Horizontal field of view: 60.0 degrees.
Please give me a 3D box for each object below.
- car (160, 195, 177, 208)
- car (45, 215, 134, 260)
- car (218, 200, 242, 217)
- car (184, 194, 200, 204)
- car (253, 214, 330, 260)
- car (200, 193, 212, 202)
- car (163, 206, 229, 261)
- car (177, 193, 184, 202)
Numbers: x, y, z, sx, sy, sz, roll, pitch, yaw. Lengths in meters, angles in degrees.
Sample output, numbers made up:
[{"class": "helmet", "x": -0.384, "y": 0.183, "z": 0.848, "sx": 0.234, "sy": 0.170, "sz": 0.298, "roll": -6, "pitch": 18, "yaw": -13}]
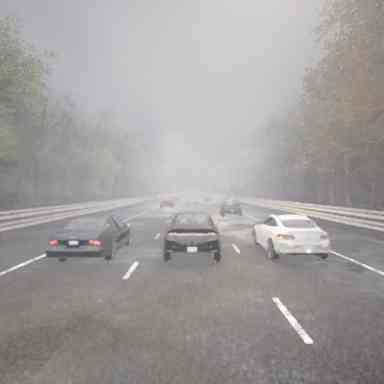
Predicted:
[{"class": "car", "x": -3.472, "y": 1.493, "z": 47.379, "sx": 1.812, "sy": 1.442, "sz": 4.674, "roll": 0, "pitch": 0, "yaw": 0}, {"class": "car", "x": -3.495, "y": 1.546, "z": 12.311, "sx": 2.033, "sy": 1.411, "sz": 5.357, "roll": 0, "pitch": 0, "yaw": 0}, {"class": "car", "x": 3.517, "y": 1.474, "z": 31.383, "sx": 2.128, "sy": 1.511, "sz": 4.902, "roll": 0, "pitch": 0, "yaw": 0}, {"class": "car", "x": 0.037, "y": 1.548, "z": 61.356, "sx": 1.895, "sy": 1.301, "sz": 4.718, "roll": 0, "pitch": 0, "yaw": 0}, {"class": "car", "x": 3.505, "y": 1.521, "z": 12.308, "sx": 1.812, "sy": 1.442, "sz": 4.674, "roll": 0, "pitch": 0, "yaw": 0}, {"class": "car", "x": 3.547, "y": 1.464, "z": 75.388, "sx": 2.033, "sy": 1.411, "sz": 5.357, "roll": 0, "pitch": 0, "yaw": 0}, {"class": "car", "x": 0.005, "y": 1.489, "z": 12.319, "sx": 2.128, "sy": 1.511, "sz": 4.902, "roll": 0, "pitch": 0, "yaw": 0}, {"class": "car", "x": -3.453, "y": 1.453, "z": 75.401, "sx": 2.128, "sy": 1.511, "sz": 4.902, "roll": 0, "pitch": 0, "yaw": 0}]
